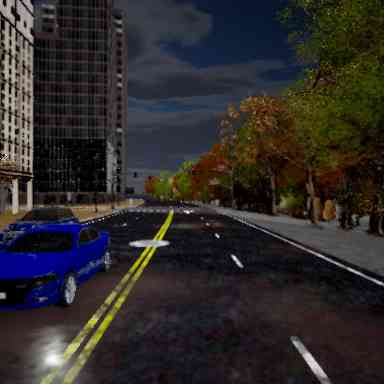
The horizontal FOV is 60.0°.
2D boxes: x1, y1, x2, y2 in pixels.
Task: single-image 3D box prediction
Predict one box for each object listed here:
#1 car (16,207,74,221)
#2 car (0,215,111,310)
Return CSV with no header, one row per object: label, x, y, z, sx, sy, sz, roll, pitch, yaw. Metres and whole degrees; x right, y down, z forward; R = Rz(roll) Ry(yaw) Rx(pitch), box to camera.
car,-6.747,1.531,15.272,2.097,1.767,4.553,0,-1,-1
car,-3.396,1.576,8.326,1.882,1.535,5.008,0,-1,-1
